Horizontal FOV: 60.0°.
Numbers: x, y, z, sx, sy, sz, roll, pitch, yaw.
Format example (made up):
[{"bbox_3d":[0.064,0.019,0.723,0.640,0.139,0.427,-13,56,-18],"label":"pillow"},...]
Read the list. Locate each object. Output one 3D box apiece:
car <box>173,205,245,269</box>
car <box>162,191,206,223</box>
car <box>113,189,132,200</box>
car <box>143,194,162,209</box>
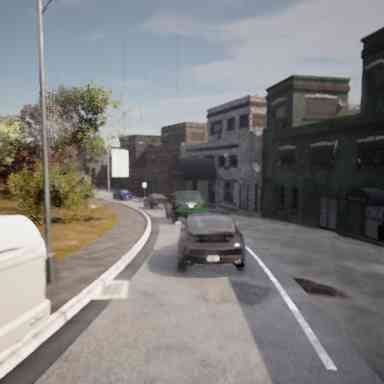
[{"bbox_3d":[0.517,1.368,10.638,1.837,1.490,4.892,0,1,0],"label":"car"},{"bbox_3d":[-0.526,0.919,22.829,2.150,2.045,5.566,-1,1,-10],"label":"car"},{"bbox_3d":[-10.265,0.349,48.923,1.812,1.442,4.674,-3,4,-29],"label":"car"},{"bbox_3d":[-3.971,0.938,35.598,1.837,1.490,4.892,-2,3,-19],"label":"car"}]
